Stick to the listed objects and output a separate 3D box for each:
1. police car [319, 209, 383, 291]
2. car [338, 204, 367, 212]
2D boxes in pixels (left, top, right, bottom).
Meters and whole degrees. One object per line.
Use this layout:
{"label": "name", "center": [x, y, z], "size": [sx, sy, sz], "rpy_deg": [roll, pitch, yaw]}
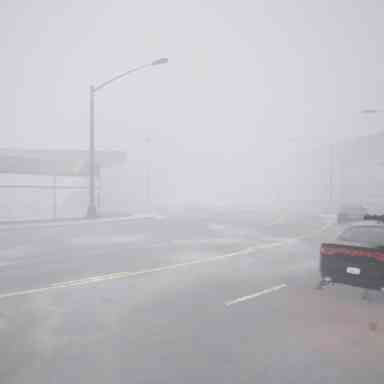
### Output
{"label": "police car", "center": [5.155, 1.425, 8.701], "size": [1.930, 1.638, 5.238], "rpy_deg": [0, 0, 45]}
{"label": "car", "center": [11.530, 1.564, 23.931], "size": [1.994, 1.385, 4.181], "rpy_deg": [0, 0, 24]}
